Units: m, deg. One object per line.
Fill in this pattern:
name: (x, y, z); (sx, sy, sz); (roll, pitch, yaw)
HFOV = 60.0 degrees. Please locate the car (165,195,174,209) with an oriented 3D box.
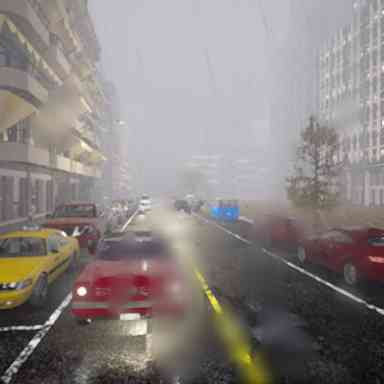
car: (-2.430, 1.338, 43.908); (2.097, 1.767, 4.553); (0, 0, -7)

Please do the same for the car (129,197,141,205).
car: (-9.875, 1.576, 57.469); (1.802, 1.307, 4.206); (0, 0, -7)

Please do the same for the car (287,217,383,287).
car: (4.387, 1.573, 9.088); (1.802, 1.307, 4.206); (0, 0, -7)

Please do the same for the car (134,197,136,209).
car: (-7.234, 1.553, 35.521); (1.947, 1.339, 4.313); (0, 0, -7)

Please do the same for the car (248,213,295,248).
car: (3.727, 1.570, 14.574); (1.802, 1.307, 4.206); (0, 0, -7)

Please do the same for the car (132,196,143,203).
car: (-11.196, 1.566, 68.443); (1.947, 1.339, 4.313); (0, 0, -7)

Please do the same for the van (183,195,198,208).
van: (-0.237, 1.326, 47.497); (1.690, 1.788, 3.998); (0, 0, -7)

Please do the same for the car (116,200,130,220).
car: (-5.914, 1.539, 24.548); (2.008, 1.369, 4.403); (0, 0, -7)

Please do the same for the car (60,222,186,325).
car: (-1.216, 1.596, 7.279); (1.895, 1.301, 4.718); (0, 0, -7)

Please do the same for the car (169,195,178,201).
car: (-4.857, 1.555, 85.906); (1.887, 1.381, 4.507); (-1, 0, -7)

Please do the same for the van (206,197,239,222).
van: (2.405, 1.325, 25.548); (1.690, 1.788, 3.998); (0, 0, -7)

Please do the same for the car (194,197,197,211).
car: (1.086, 1.549, 36.523); (1.947, 1.339, 4.313); (0, 0, -7)

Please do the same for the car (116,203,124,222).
car: (-5.253, 1.540, 19.061); (2.008, 1.369, 4.403); (0, 0, -7)

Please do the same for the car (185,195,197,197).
car: (0.425, 1.424, 42.009); (1.967, 1.590, 4.097); (0, 0, -7)

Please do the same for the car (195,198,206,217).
car: (1.726, 1.508, 31.203); (1.752, 1.417, 4.829); (0, 0, -7)

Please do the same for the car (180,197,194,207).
car: (-0.916, 1.513, 53.152); (1.752, 1.417, 4.829); (0, 0, -7)

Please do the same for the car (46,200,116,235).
car: (-4.595, 1.307, 13.573); (2.192, 1.841, 5.009); (0, 0, -7)

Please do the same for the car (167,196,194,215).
car: (-1.203, 1.489, 33.833); (1.837, 1.490, 4.892); (0, 0, -7)

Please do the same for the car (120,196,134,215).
car: (-6.574, 1.427, 30.033); (1.967, 1.590, 4.097); (0, 0, -7)

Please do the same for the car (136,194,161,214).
car: (-4.530, 1.207, 35.611); (2.150, 2.045, 5.566); (0, 0, -7)

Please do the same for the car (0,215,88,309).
car: (-3.913, 1.521, 7.918); (1.752, 1.417, 4.829); (0, 0, -7)

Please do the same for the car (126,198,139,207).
car: (-9.215, 1.573, 51.982); (1.802, 1.307, 4.206); (0, 0, -7)
